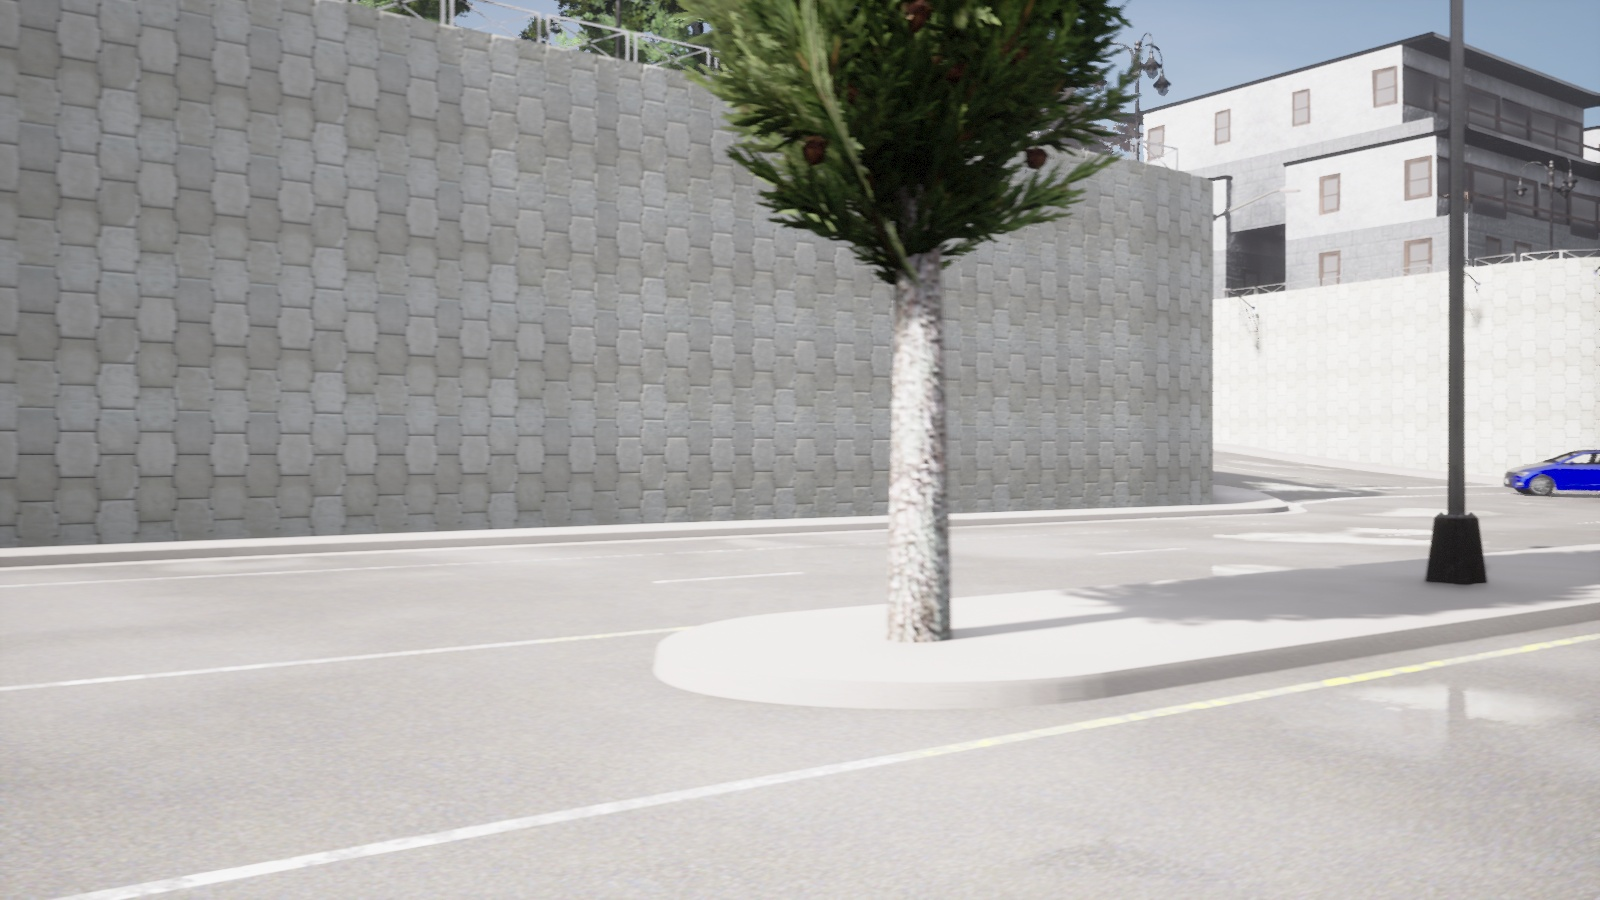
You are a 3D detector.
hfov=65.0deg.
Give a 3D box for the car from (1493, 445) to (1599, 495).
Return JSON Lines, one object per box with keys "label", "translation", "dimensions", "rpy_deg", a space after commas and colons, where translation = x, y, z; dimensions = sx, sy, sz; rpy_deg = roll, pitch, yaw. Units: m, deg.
{"label": "car", "translation": [24.254, 0.625, 39.253], "dimensions": [4.193, 1.474, 1.816], "rpy_deg": [1, 1, 15]}
